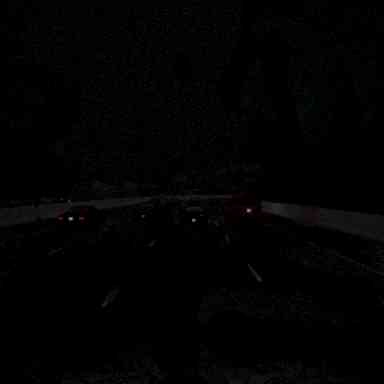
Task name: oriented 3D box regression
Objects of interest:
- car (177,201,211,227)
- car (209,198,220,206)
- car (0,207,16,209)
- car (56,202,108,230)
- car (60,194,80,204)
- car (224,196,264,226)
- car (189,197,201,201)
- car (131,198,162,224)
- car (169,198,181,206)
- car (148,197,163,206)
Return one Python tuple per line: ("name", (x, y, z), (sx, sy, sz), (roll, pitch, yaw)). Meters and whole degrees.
("car", (0.105, 1.570, 22.848), (1.812, 1.442, 4.674), (0, 0, 0))
("car", (3.938, 1.714, 58.352), (1.895, 1.301, 4.718), (0, 0, 4))
("car", (-17.568, 1.583, 30.228), (1.812, 1.442, 4.674), (0, 0, 0))
("car", (-6.899, 1.589, 21.455), (2.033, 1.411, 5.357), (0, 0, 0))
("car", (-23.824, 1.294, 65.030), (2.097, 1.767, 4.553), (0, 0, 4))
("car", (3.603, 1.268, 23.690), (2.150, 2.045, 5.566), (0, 0, 0))
("car", (0.516, 1.607, 59.334), (2.128, 1.511, 4.902), (0, 0, 4))
("car", (-3.395, 1.527, 25.587), (1.882, 1.535, 5.008), (0, 0, 0))
("car", (-2.975, 1.679, 59.250), (1.994, 1.385, 4.181), (0, 0, 4))
("car", (-6.486, 1.678, 59.038), (1.994, 1.385, 4.181), (0, 0, 3))
